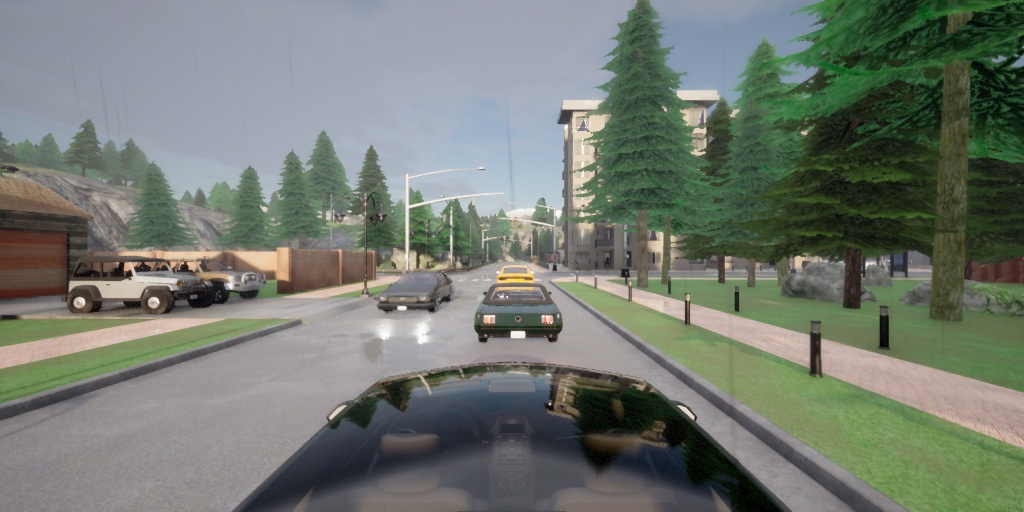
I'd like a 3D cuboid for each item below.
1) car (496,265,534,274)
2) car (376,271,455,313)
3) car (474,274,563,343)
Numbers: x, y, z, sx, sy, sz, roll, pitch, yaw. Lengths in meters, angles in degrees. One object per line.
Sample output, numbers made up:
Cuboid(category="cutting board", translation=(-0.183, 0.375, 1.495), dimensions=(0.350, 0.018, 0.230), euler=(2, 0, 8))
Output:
Cuboid(category="car", translation=(0.175, 1.228, 19.022), dimensions=(1.882, 1.535, 5.008), euler=(0, 0, 0))
Cuboid(category="car", translation=(-3.517, 1.298, 14.212), dimensions=(2.033, 1.411, 5.357), euler=(0, 0, 1))
Cuboid(category="car", translation=(0.146, 1.351, 9.683), dimensions=(1.895, 1.301, 4.718), euler=(0, 0, 0))
